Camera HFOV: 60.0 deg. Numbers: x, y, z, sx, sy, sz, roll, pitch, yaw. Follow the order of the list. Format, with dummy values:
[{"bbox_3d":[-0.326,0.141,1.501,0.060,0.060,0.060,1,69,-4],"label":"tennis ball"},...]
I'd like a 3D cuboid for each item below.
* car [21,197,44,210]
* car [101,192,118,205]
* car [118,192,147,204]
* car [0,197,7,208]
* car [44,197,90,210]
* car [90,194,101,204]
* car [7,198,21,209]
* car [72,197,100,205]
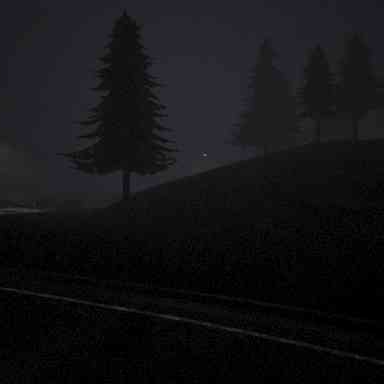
[{"bbox_3d":[-19.421,1.505,43.695,1.837,1.490,4.892,0,0,22],"label":"car"},{"bbox_3d":[-13.159,1.031,59.069,2.150,2.045,5.566,0,0,22],"label":"car"},{"bbox_3d":[-9.910,0.943,57.767,2.150,2.045,5.566,0,0,22],"label":"car"},{"bbox_3d":[-26.403,1.477,45.093,1.882,1.535,5.008,0,0,22],"label":"car"},{"bbox_3d":[-15.995,1.491,42.833,2.128,1.511,4.902,0,0,22],"label":"car"},{"bbox_3d":[-16.397,1.139,60.398,1.812,1.442,4.674,0,0,22],"label":"car"},{"bbox_3d":[-22.296,1.477,45.925,1.882,1.535,5.008,0,0,22],"label":"car"},{"bbox_3d":[-19.646,1.600,61.700,2.033,1.411,5.357,0,0,22],"label":"car"}]
